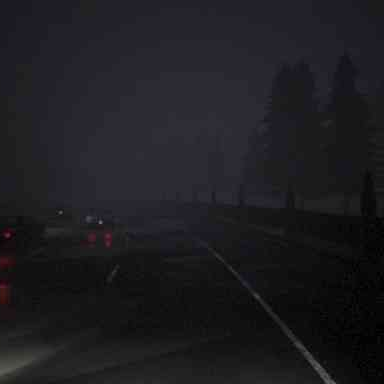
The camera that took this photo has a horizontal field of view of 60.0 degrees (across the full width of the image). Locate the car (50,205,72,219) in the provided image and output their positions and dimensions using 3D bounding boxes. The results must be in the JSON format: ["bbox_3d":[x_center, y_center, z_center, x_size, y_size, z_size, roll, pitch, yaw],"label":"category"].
[{"bbox_3d":[-13.022,1.938,33.252,1.994,1.385,4.181,0,-1,-19],"label":"car"}]

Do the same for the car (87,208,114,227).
[{"bbox_3d":[-6.962,1.879,25.531,1.895,1.301,4.718,0,-1,-14],"label":"car"}]

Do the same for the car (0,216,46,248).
[{"bbox_3d":[-8.383,1.784,15.543,1.895,1.301,4.718,0,-1,-9],"label":"car"}]
